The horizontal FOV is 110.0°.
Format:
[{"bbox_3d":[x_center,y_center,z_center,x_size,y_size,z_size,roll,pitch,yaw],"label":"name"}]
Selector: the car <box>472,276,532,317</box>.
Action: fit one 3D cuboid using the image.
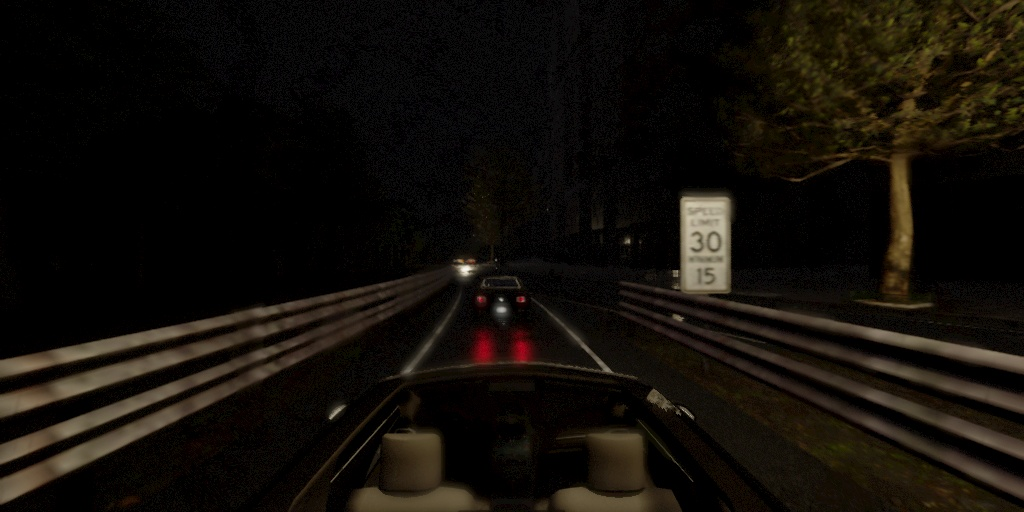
[{"bbox_3d":[-0.464,1.385,13.295,1.895,1.301,4.718,0,0,-4],"label":"car"}]
